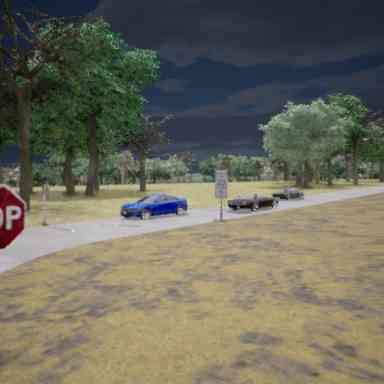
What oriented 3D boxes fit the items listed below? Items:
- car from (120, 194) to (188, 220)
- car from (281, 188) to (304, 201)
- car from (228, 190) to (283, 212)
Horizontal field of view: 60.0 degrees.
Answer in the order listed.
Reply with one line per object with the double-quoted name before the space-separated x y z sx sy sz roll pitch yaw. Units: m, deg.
"car" -2.432 0.901 22.077 1.882 1.535 5.008 1 3 42
"car" 10.523 0.270 36.530 1.895 1.301 4.718 1 3 42
"car" 4.867 0.762 25.850 1.895 1.301 4.718 1 3 42
